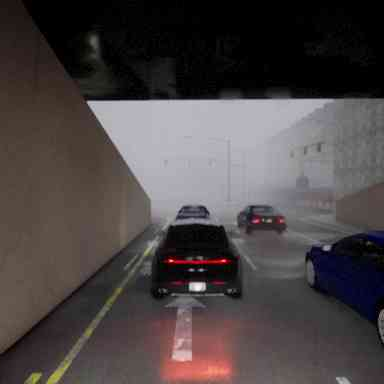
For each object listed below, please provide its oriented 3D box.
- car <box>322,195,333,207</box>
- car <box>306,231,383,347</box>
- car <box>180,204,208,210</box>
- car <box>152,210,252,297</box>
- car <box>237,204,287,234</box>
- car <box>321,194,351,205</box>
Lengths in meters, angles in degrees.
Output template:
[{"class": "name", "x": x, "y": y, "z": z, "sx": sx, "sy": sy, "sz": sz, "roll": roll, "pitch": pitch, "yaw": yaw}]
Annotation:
[{"class": "car", "x": 17.611, "y": 1.074, "z": 40.669, "sx": 4.974, "sy": 1.542, "sz": 2.038, "roll": -1, "pitch": 1, "yaw": -45}, {"class": "car", "x": 3.594, "y": 1.422, "z": 5.894, "sx": 1.882, "sy": 1.535, "sz": 5.008, "roll": 0, "pitch": 0, "yaw": 0}, {"class": "car", "x": 0.099, "y": 1.378, "z": 18.122, "sx": 2.033, "sy": 1.411, "sz": 5.357, "roll": 0, "pitch": 1, "yaw": 3}, {"class": "car", "x": 0.105, "y": 1.426, "z": 8.376, "sx": 1.837, "sy": 1.490, "sz": 4.892, "roll": 0, "pitch": 0, "yaw": 0}, {"class": "car", "x": 3.632, "y": 1.378, "z": 18.110, "sx": 2.033, "sy": 1.411, "sz": 5.357, "roll": 0, "pitch": 1, "yaw": 0}, {"class": "car", "x": 17.648, "y": 0.917, "z": 40.704, "sx": 4.536, "sy": 1.218, "sz": 1.853, "roll": -1, "pitch": 1, "yaw": -45}]
